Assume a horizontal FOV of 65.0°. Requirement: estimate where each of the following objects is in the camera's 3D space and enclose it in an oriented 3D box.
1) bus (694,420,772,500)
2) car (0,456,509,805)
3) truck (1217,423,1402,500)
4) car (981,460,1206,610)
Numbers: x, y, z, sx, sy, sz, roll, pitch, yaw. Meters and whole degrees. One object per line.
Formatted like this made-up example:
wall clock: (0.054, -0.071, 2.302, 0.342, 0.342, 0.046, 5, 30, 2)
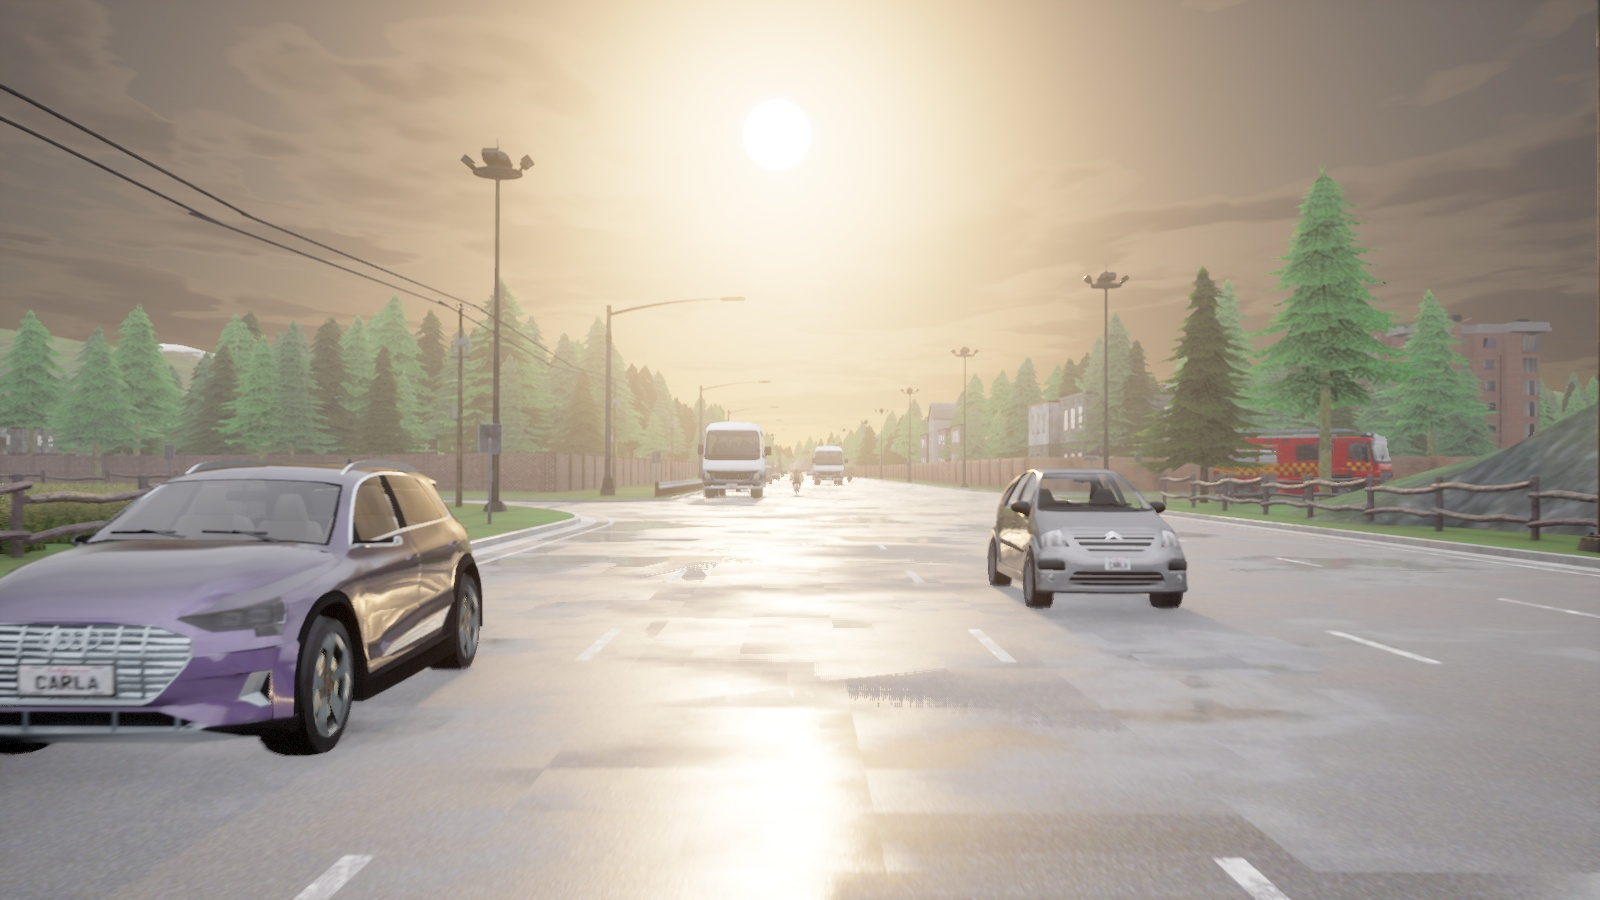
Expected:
bus: (-3.680, 0.641, 72.125, 3.944, 4.253, 10.273, 0, -1, 0)
car: (-3.516, 0.897, 8.394, 2.033, 1.649, 4.856, 0, -1, 0)
truck: (26.571, 0.626, 65.728, 8.468, 3.827, 2.891, -1, -1, 39)
car: (3.462, 0.955, 15.583, 1.851, 1.617, 3.988, 0, -1, 0)
